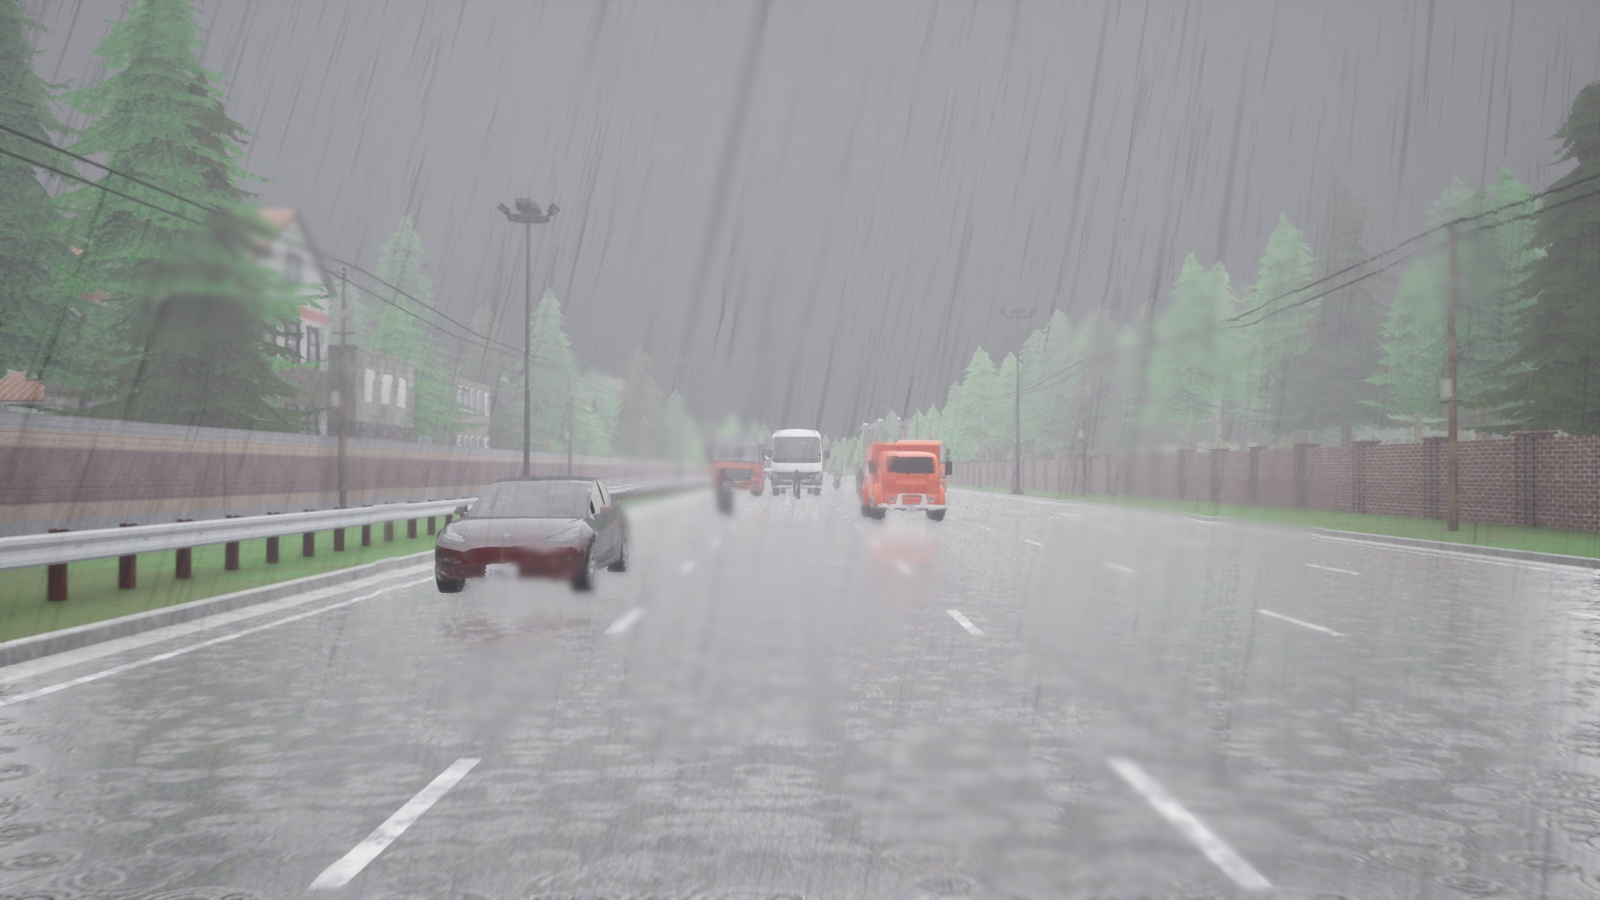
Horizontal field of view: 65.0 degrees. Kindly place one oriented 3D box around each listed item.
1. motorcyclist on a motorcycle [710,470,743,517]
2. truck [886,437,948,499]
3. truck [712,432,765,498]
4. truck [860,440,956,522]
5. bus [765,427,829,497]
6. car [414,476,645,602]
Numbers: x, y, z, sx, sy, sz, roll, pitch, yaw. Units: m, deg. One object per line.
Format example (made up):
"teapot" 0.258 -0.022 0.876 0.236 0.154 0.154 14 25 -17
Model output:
"motorcyclist on a motorcycle" -2.643 1.526 44.800 0.766 1.649 2.350 0 -1 -14
"truck" 6.818 1.050 74.324 2.891 3.462 7.936 0 -1 0
"truck" -3.690 0.955 77.080 2.891 3.827 8.468 0 -1 0
"truck" 3.400 0.993 40.564 2.627 2.467 5.204 0 -1 0
"bus" -0.203 0.819 82.453 3.944 4.253 10.273 0 -1 0
"car" -3.551 1.122 17.505 2.163 1.488 4.792 0 -1 0
